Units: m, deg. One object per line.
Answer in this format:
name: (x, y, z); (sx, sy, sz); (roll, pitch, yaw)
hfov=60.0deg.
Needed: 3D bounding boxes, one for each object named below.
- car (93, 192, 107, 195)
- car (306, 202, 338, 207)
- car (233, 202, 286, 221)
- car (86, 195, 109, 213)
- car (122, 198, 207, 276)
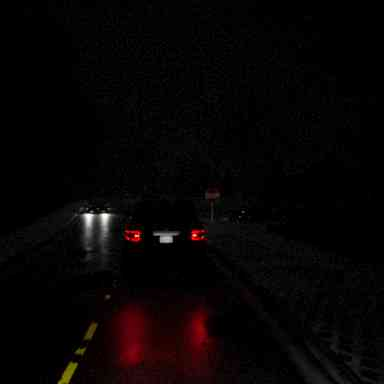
car: (-12.280, 1.196, 43.870); (1.882, 1.535, 5.008); (1, 1, -15)
car: (10.702, 1.584, 25.939); (5.008, 1.535, 1.882); (1, -3, -14)
car: (5.903, 1.627, 27.644); (5.008, 1.535, 1.882); (1, -3, -13)
car: (-9.567, 1.322, 33.934); (1.812, 1.442, 4.674); (1, 0, -15)
car: (-0.941, 1.201, 10.470); (2.150, 2.045, 5.566); (0, 0, -7)
